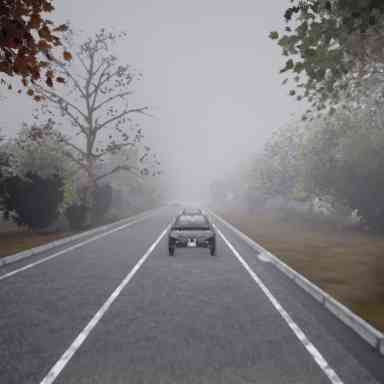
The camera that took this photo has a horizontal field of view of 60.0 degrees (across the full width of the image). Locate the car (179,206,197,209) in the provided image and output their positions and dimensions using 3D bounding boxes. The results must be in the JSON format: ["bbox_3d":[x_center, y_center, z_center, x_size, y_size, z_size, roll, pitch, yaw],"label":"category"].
[{"bbox_3d":[0.003,2.067,29.113,1.895,1.301,4.718,0,-1,0],"label":"car"}]

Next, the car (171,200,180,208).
[{"bbox_3d":[-3.498,2.498,71.037,1.882,1.535,5.008,0,-1,0],"label":"car"}]

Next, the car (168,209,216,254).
[{"bbox_3d":[0.004,1.689,14.307,2.128,1.511,4.902,0,-1,0],"label":"car"}]
